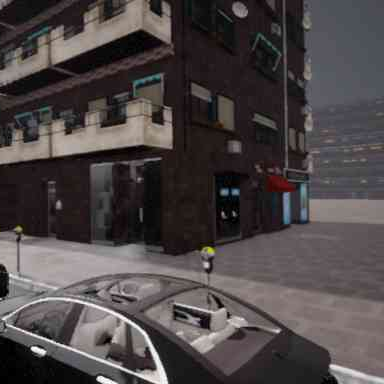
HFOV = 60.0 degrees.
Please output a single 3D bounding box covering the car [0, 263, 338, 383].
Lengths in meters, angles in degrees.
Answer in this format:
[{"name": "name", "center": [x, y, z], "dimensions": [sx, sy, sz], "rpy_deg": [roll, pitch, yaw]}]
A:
[{"name": "car", "center": [-0.841, 1.561, 3.488], "dimensions": [4.403, 1.369, 2.008], "rpy_deg": [0, -1, 36]}]
